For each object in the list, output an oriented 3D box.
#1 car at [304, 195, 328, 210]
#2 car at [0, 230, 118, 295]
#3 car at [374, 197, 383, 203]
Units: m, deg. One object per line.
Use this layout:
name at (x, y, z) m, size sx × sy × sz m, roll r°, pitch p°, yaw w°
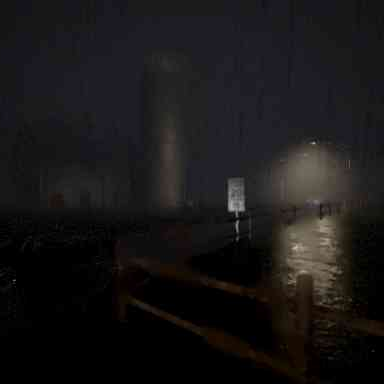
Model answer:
car at (17.860, 1.462, 47.594) m, size 2.150 × 2.045 × 5.566 m, roll -2°, pitch -1°, yaw 36°
car at (-4.245, 1.686, 9.100) m, size 1.895 × 1.301 × 4.718 m, roll -2°, pitch -1°, yaw 31°
car at (42.589, 1.757, 75.086) m, size 2.033 × 1.411 × 5.357 m, roll -2°, pitch -1°, yaw 40°
